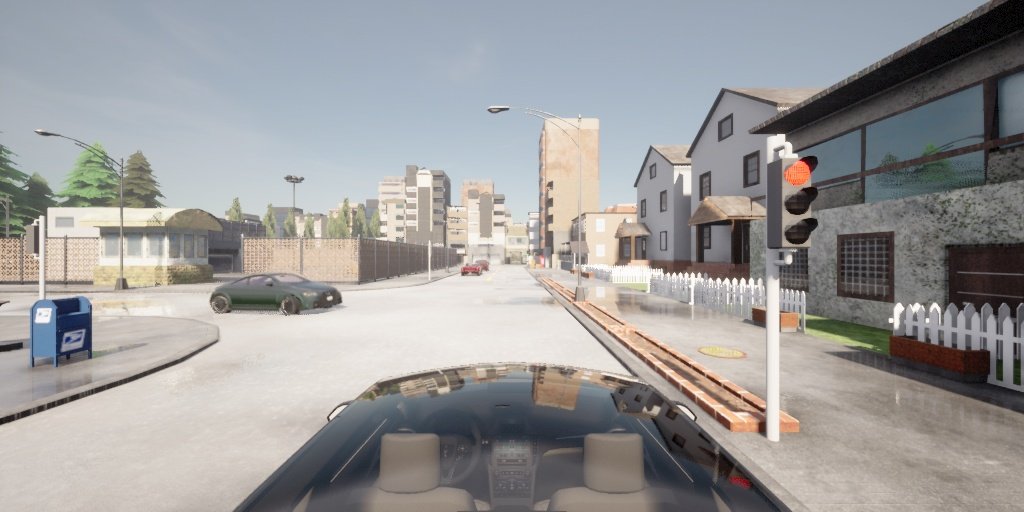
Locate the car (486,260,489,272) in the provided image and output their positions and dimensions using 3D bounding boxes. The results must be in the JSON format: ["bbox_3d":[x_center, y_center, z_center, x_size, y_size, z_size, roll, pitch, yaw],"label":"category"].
[{"bbox_3d":[-4.093,1.228,47.726,1.882,1.535,5.008,0,0,0],"label":"car"}]

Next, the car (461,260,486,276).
[{"bbox_3d":[-4.106,1.351,37.220,1.895,1.301,4.718,0,0,0],"label":"car"}]

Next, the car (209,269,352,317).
[{"bbox_3d":[-8.404,1.314,12.927,4.181,1.385,1.994,0,0,8],"label":"car"}]
